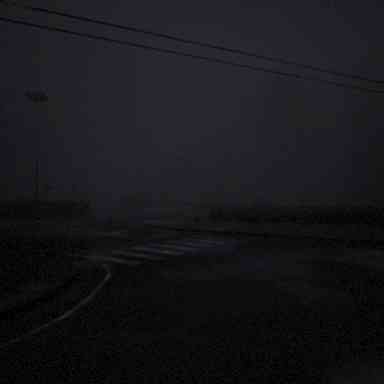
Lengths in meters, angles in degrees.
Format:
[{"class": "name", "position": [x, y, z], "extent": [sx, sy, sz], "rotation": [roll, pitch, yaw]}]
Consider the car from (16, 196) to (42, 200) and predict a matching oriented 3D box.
[{"class": "car", "position": [-25.937, 1.442, 51.139], "extent": [4.902, 1.511, 2.128], "rotation": [0, 0, 30]}]

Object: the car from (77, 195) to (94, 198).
[{"class": "car", "position": [-21.948, 1.360, 69.373], "extent": [1.816, 1.474, 4.193], "rotation": [0, 0, 30]}]

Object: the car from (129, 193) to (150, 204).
[{"class": "car", "position": [-10.007, 1.163, 63.089], "extent": [1.905, 1.878, 3.866], "rotation": [0, 0, 30]}]

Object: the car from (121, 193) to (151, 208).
[{"class": "car", "position": [-7.856, 1.230, 46.509], "extent": [1.932, 1.855, 4.605], "rotation": [0, 0, 30]}]

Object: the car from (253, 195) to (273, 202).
[{"class": "car", "position": [10.922, 1.328, 50.926], "extent": [2.242, 1.667, 4.611], "rotation": [0, 0, 30]}]

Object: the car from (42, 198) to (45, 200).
[{"class": "car", "position": [-27.382, 1.444, 57.651], "extent": [1.784, 1.438, 3.905], "rotation": [0, 0, 30]}]
